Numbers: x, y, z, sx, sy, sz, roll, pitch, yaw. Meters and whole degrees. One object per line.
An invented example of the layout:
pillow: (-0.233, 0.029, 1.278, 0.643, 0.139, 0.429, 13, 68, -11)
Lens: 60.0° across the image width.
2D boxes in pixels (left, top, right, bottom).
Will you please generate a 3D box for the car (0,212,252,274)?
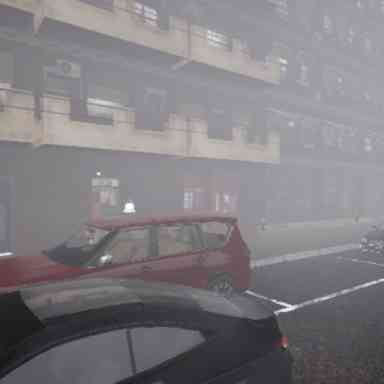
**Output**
car: (-1.128, 1.323, 5.751, 5.009, 1.841, 2.192, 0, 0, -35)

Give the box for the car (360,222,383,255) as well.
car: (7.891, 1.600, 12.182, 4.403, 1.369, 2.008, 0, 0, -35)

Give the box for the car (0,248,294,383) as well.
car: (-1.155, 1.527, 2.537, 4.674, 1.442, 1.812, 0, 0, -35)
